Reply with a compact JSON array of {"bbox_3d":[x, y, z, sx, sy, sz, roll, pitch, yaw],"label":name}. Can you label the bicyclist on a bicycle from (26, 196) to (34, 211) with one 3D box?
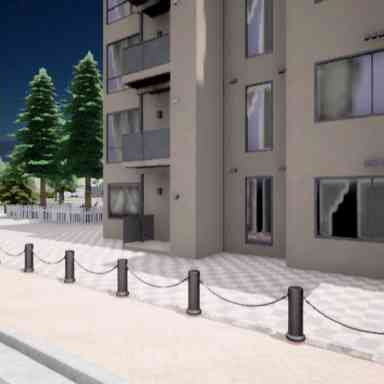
[{"bbox_3d":[-16.542,1.260,33.916,1.656,1.620,0.582,0,0,35],"label":"bicyclist on a bicycle"}]
